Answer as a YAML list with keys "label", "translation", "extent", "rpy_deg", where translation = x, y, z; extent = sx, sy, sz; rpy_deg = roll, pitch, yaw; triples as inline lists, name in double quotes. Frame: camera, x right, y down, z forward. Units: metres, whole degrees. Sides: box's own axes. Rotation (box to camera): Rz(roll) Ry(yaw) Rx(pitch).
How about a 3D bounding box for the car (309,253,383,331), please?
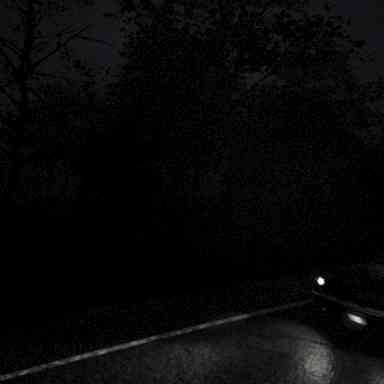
- label: "car"
  translation: [4.436, 1.624, 6.080]
  extent: [4.718, 1.301, 1.895]
  rpy_deg: [0, 0, -28]
